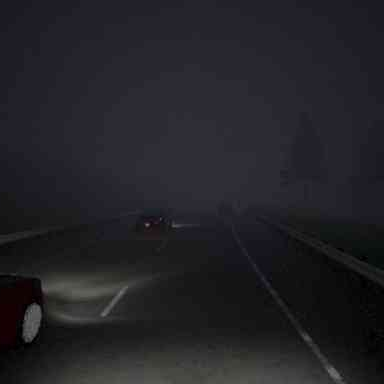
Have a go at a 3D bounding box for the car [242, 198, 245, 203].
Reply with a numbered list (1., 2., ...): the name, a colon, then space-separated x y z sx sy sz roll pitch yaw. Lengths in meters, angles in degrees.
1. car: 9.933 2.167 73.417 2.128 1.511 4.902 0 -1 15

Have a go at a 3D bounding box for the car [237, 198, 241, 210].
1. car: 5.836 1.890 50.530 2.097 1.767 4.553 0 -1 11

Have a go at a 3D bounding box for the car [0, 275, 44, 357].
1. car: -3.319 1.509 3.341 1.882 1.535 5.008 0 -1 1

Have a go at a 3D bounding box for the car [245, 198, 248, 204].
1. car: 13.873 2.309 88.592 1.882 1.535 5.008 0 -1 15

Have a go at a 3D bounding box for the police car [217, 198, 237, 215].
1. police car: 4.225 1.863 41.026 1.930 1.638 5.238 0 -1 9

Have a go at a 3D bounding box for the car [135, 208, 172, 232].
1. car: -2.433 1.751 21.740 1.812 1.442 4.674 0 -1 4
